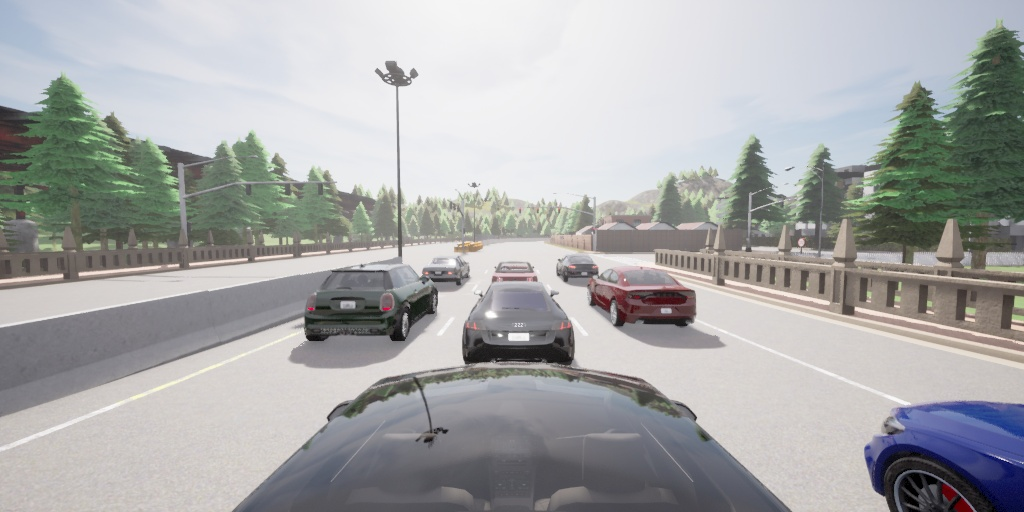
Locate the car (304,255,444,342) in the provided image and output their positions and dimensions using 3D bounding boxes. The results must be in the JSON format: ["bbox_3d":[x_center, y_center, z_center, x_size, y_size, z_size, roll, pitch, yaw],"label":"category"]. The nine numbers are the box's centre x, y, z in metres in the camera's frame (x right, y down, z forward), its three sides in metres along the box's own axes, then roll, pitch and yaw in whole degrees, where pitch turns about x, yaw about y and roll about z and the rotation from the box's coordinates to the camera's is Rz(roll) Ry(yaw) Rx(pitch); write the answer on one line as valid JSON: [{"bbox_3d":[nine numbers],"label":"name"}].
[{"bbox_3d":[-3.395,0.958,9.550,2.097,1.767,4.553,0,2,0],"label":"car"}]

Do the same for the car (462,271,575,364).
[{"bbox_3d":[0.105,1.222,7.794,1.994,1.385,4.181,0,2,0],"label":"car"}]

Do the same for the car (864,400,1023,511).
[{"bbox_3d":[3.585,1.275,0.721,1.812,1.442,4.674,0,0,0],"label":"car"}]

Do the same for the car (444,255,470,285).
[{"bbox_3d":[-3.388,0.670,18.973,2.033,1.411,5.357,0,3,0],"label":"car"}]

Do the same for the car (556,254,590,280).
[{"bbox_3d":[3.613,0.583,20.154,1.812,1.442,4.674,0,3,0],"label":"car"}]

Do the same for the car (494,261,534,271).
[{"bbox_3d":[0.110,0.860,16.556,1.895,1.301,4.718,0,3,0],"label":"car"}]

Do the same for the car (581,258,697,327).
[{"bbox_3d":[3.606,1.031,10.846,1.882,1.535,5.008,0,2,0],"label":"car"}]
